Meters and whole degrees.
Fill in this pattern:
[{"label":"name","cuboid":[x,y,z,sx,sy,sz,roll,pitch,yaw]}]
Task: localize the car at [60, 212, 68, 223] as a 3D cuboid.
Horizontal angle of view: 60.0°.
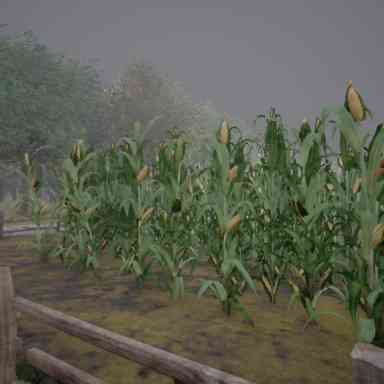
[{"label":"car","cuboid":[-9.042,1.956,29.013,1.882,1.535,5.008,0,-1,36]}]
